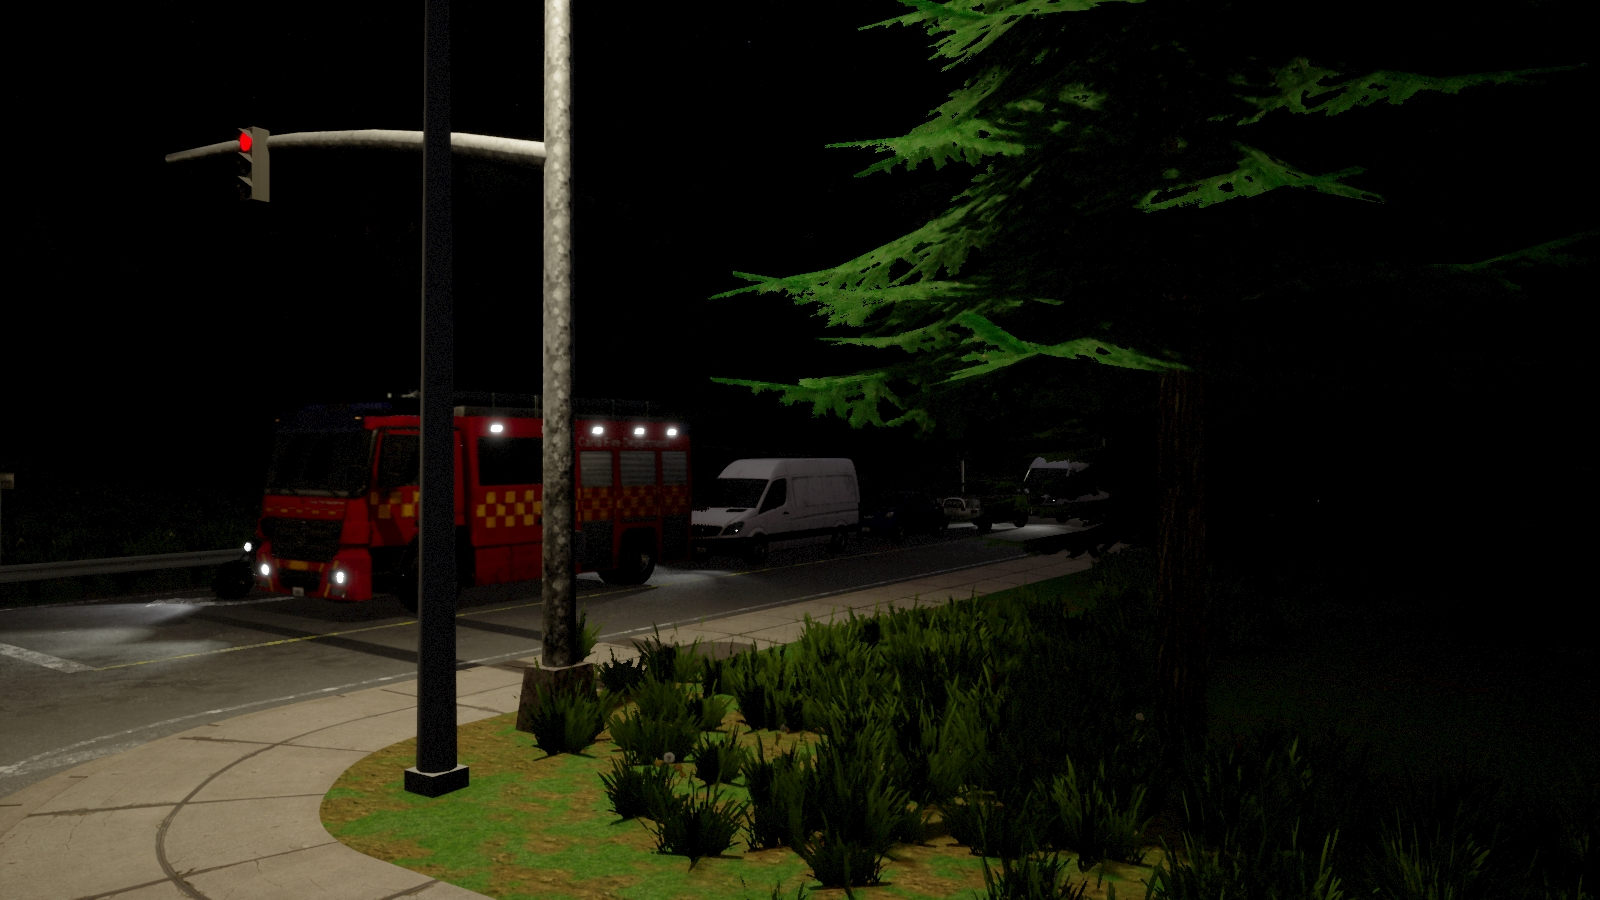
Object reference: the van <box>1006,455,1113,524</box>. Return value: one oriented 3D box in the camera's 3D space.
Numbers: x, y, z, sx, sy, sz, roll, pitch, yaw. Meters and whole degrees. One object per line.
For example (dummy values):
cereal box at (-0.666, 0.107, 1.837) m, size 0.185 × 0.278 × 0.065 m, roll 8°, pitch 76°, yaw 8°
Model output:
van at (10.451, 1.497, 45.657) m, size 1.988 × 2.561 × 5.915 m, roll 0°, pitch 0°, yaw 36°

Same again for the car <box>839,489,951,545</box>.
car at (2.957, 2.000, 34.988) m, size 1.845 × 1.501 × 3.633 m, roll 0°, pitch 0°, yaw 34°

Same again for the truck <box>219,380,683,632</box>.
truck at (-6.068, 0.854, 21.665) m, size 2.891 × 3.827 × 8.468 m, roll 0°, pitch 0°, yaw 34°

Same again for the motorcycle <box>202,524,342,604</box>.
motorcycle at (-10.016, 2.131, 21.766) m, size 0.764 × 1.277 × 2.356 m, roll 0°, pitch 0°, yaw 36°

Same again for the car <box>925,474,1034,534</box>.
car at (6.318, 1.826, 39.820) m, size 1.932 × 1.855 × 4.605 m, roll 0°, pitch 0°, yaw 35°

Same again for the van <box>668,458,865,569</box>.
van at (-0.705, 1.497, 29.595) m, size 1.988 × 2.561 × 5.915 m, roll 0°, pitch 0°, yaw 34°
